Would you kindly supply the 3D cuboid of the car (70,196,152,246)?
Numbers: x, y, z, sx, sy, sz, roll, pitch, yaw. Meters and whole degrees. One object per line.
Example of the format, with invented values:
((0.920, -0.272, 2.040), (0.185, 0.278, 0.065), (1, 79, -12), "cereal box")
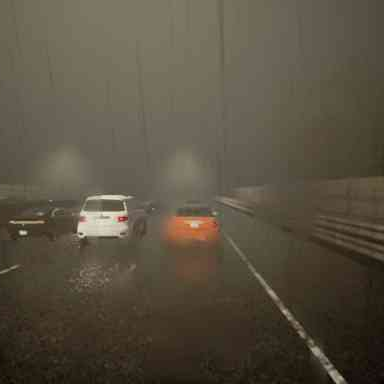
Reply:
((-3.407, 1.190, 15.226), (2.150, 2.045, 5.566), (0, 0, 0), "car")

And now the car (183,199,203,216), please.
((0.096, 1.467, 32.351), (1.812, 1.442, 4.674), (0, 0, 0), "car")

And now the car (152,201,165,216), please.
((-3.405, 1.506, 31.870), (1.994, 1.385, 4.181), (0, 0, 0), "car")

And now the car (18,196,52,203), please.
((-17.593, 1.481, 38.838), (2.033, 1.411, 5.357), (0, 0, 0), "car")

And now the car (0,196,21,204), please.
((-21.088, 1.285, 39.097), (2.097, 1.767, 4.553), (0, 0, 0), "car")

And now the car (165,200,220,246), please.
((0.091, 1.320, 15.104), (2.097, 1.767, 4.553), (0, 0, 0), "car")

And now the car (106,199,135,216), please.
((-6.904, 1.467, 32.482), (1.812, 1.442, 4.674), (0, 0, 0), "car")

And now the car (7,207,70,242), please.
((-6.906, 1.458, 16.070), (2.128, 1.511, 4.902), (0, 0, 0), "car")
